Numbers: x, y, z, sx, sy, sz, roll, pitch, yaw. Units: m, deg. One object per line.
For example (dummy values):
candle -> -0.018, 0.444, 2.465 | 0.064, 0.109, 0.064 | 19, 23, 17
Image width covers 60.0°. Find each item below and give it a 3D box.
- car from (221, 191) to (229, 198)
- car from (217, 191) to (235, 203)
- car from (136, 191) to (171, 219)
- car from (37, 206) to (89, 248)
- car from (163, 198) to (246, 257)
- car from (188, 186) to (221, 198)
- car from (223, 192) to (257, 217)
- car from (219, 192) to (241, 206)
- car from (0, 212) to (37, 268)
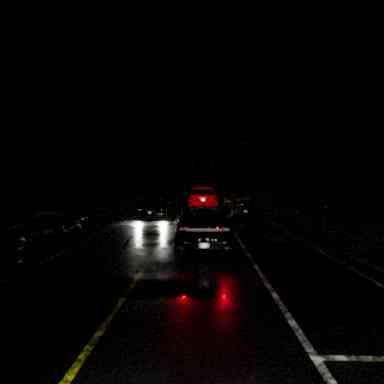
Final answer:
car -> 3.738, 0.784, 29.562 | 1.752, 1.417, 4.829 | 0, 1, 2
car -> 4.079, 0.560, 40.557 | 1.802, 1.307, 4.206 | 0, 1, 2
car -> -2.450, 0.935, 22.263 | 1.837, 1.490, 4.892 | 0, 1, 2
car -> -5.321, 1.242, 12.912 | 1.802, 1.307, 4.206 | 0, 1, 2
car -> 0.415, 1.199, 11.574 | 2.128, 1.511, 4.902 | 0, 1, 2
car -> 0.853, 0.570, 25.799 | 2.150, 2.045, 5.566 | 0, 2, 2
car -> 3.559, 0.956, 23.812 | 2.008, 1.369, 4.403 | 0, 1, 2
car -> 3.906, 0.687, 34.975 | 1.947, 1.339, 4.313 | 0, 1, 2
car -> -5.495, 1.240, 7.327 | 1.967, 1.590, 4.097 | 0, 1, 2
